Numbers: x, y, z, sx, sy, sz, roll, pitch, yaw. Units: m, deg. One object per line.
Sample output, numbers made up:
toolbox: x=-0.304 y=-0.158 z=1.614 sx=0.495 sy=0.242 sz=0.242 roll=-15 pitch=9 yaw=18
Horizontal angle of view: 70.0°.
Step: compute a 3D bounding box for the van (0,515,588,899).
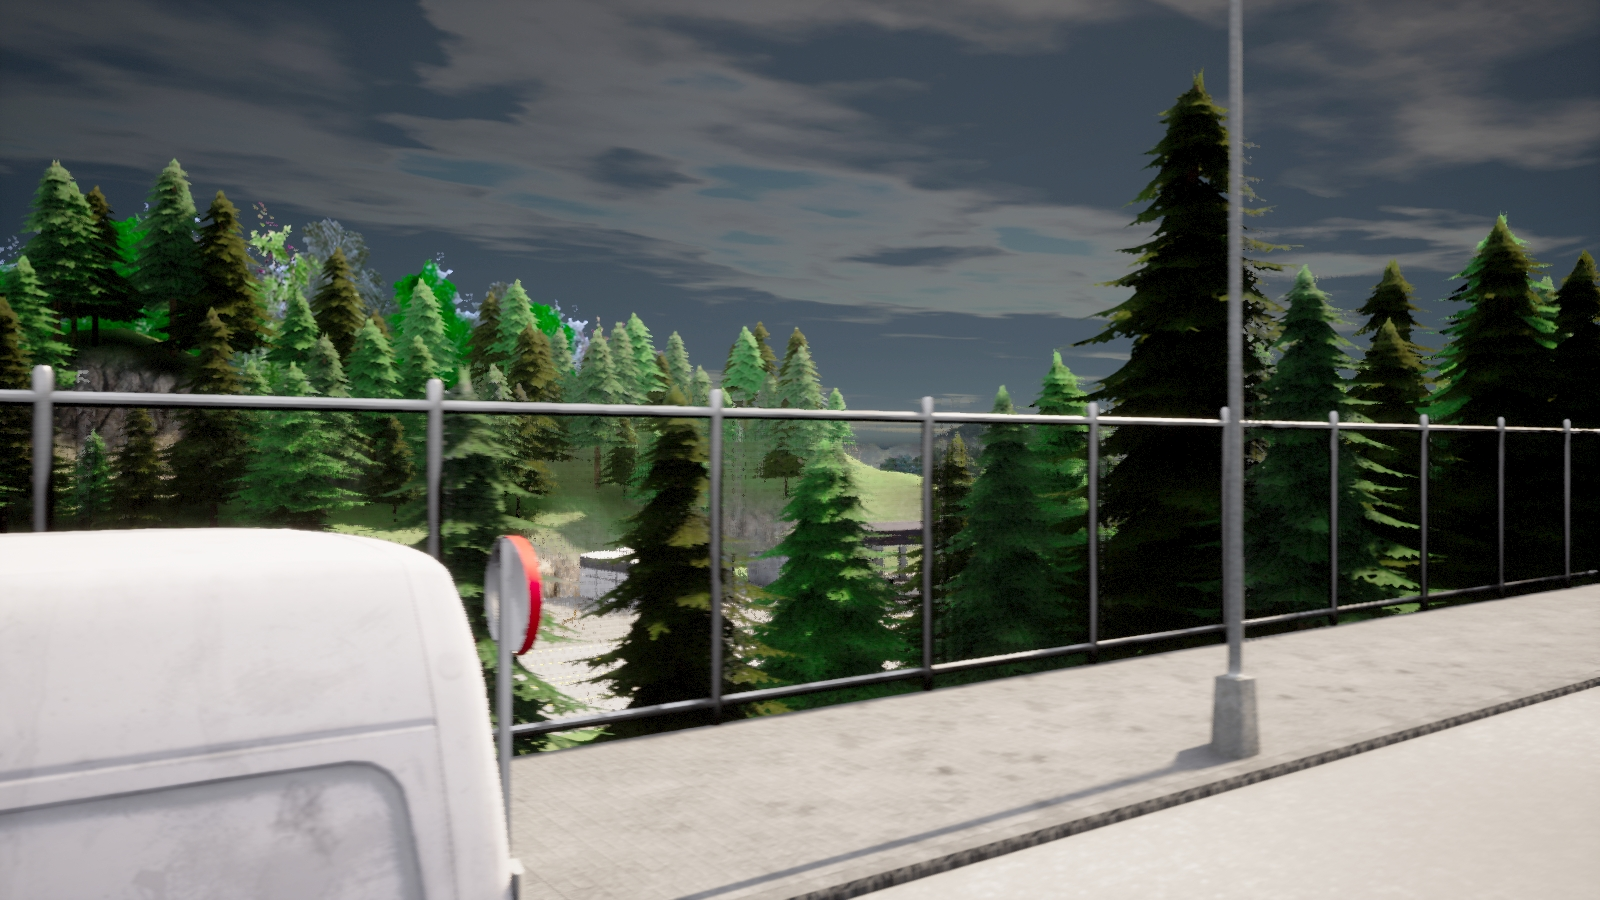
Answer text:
van: x=-3.515 y=1.534 z=1.938 sx=5.915 sy=2.561 sz=1.988 roll=0 pitch=0 yaw=-35
